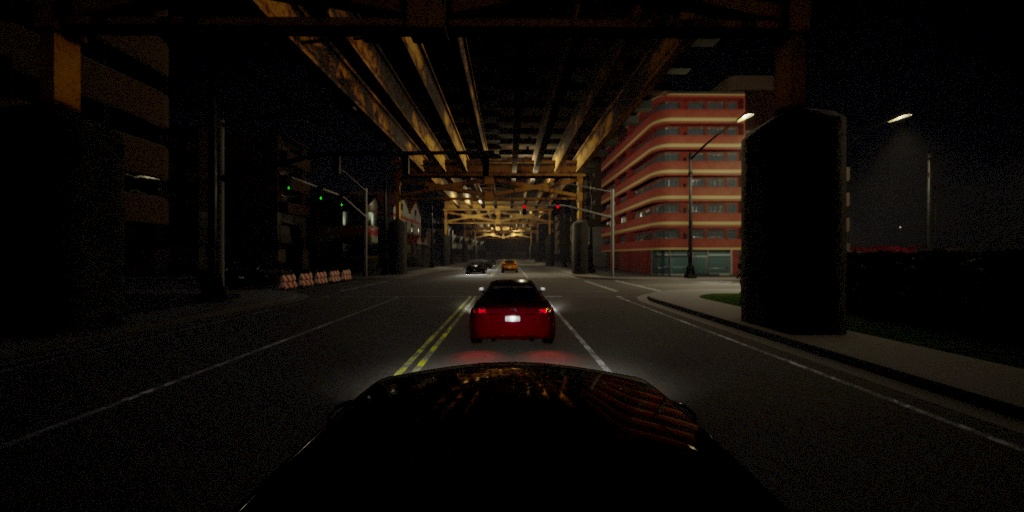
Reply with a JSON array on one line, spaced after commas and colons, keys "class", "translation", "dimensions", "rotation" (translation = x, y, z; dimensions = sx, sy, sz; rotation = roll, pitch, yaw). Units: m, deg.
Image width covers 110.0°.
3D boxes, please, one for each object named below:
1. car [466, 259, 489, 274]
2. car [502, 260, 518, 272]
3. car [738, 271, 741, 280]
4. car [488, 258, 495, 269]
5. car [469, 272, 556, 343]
[{"class": "car", "translation": [-3.942, 1.291, 39.804], "dimensions": [1.994, 1.385, 4.181], "rotation": [0, 0, 0]}, {"class": "car", "translation": [-0.294, 1.201, 44.969], "dimensions": [1.882, 1.535, 5.008], "rotation": [0, 0, -1]}, {"class": "car", "translation": [19.242, 1.213, 26.216], "dimensions": [5.008, 1.535, 1.882], "rotation": [0, 0, 0]}, {"class": "car", "translation": [-4.081, 1.312, 55.439], "dimensions": [1.895, 1.301, 4.718], "rotation": [0, 0, 0]}, {"class": "car", "translation": [0.006, 1.309, 9.663], "dimensions": [1.994, 1.385, 4.181], "rotation": [0, 0, 0]}]
